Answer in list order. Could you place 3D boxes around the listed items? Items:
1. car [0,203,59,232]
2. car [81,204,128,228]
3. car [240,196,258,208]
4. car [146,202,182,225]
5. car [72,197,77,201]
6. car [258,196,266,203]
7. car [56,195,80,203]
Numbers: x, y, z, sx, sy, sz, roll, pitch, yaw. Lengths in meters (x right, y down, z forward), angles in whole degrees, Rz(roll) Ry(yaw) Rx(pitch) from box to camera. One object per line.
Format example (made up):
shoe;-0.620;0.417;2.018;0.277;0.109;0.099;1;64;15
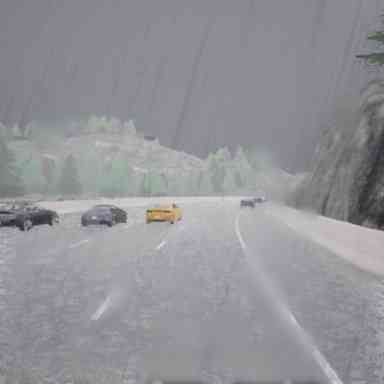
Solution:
car;-9.520;1.386;19.183;2.128;1.511;4.902;1;0;5
car;-5.688;1.514;22.134;1.994;1.385;4.181;1;0;7
car;8.908;1.667;53.295;1.882;1.535;5.008;1;0;17
car;-1.967;1.481;24.362;1.882;1.535;5.008;0;0;7
car;-19.408;1.331;60.569;1.812;1.442;4.674;1;0;16
car;13.713;1.620;70.777;1.882;1.535;5.008;1;0;23
car;-22.791;1.316;61.435;1.994;1.385;4.181;1;0;16
